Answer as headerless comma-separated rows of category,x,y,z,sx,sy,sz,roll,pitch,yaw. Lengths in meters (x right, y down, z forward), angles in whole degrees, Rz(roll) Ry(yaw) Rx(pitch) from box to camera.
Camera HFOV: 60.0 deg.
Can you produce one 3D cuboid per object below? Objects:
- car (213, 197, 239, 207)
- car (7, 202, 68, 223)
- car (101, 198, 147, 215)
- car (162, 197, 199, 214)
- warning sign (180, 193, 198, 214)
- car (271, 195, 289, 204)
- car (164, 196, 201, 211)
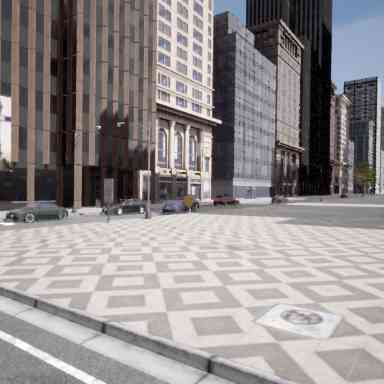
car,4.956,1.395,48.044,1.895,1.301,4.718,1,1,36
car,-11.459,1.470,24.919,1.994,1.385,4.181,1,1,35
car,-6.448,1.377,31.996,1.837,1.490,4.892,1,1,35
car,-1.158,1.472,33.942,1.994,1.385,4.181,1,1,35
warning sign,-0.255,1.077,30.676,1.300,1.860,1.060,1,1,35
car,15.017,1.319,56.793,1.812,1.442,4.674,1,0,35
car,-1.001,1.340,39.689,1.837,1.490,4.892,1,1,35
